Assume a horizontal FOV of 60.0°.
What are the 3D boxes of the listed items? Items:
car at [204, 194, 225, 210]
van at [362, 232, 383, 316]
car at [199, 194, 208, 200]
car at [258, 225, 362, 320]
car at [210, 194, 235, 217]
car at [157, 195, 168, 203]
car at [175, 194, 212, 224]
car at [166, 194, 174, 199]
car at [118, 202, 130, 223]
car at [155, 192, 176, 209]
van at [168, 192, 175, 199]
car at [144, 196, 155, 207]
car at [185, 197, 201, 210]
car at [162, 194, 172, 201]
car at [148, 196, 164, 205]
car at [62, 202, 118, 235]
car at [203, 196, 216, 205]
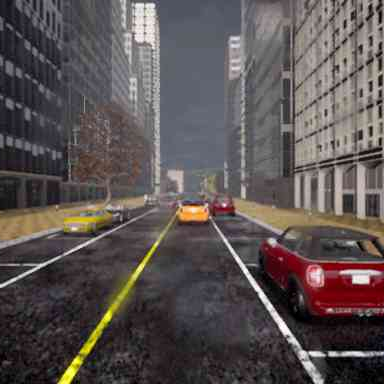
[{"bbox_3d":[2.705,1.156,41.408,2.192,1.841,5.009,0,0,0],"label":"car"},{"bbox_3d":[2.694,1.335,1.564,1.690,1.788,3.998,0,0,0],"label":"van"},{"bbox_3d":[2.714,1.227,81.253,1.947,1.339,4.313,0,0,0],"label":"car"},{"bbox_3d":[2.695,1.414,7.255,1.967,1.590,4.097,0,0,0],"label":"car"},{"bbox_3d":[2.702,1.203,30.023,2.192,1.841,5.009,0,0,0],"label":"car"},{"bbox_3d":[-5.671,1.323,64.190,1.802,1.307,4.206,0,0,0],"label":"car"},{"bbox_3d":[0.105,1.263,23.740,2.097,1.767,4.553,0,0,0],"label":"car"},{"bbox_3d":[-5.666,1.178,86.960,1.887,1.381,4.507,0,0,0],"label":"car"},{"bbox_3d":[-5.682,1.461,24.345,2.008,1.369,4.403,0,0,0],"label":"car"},{"bbox_3d":[-3.080,1.190,41.961,2.097,1.767,4.553,0,0,0],"label":"car"},{"bbox_3d":[-5.663,0.947,92.651,1.690,1.788,3.998,0,0,0],"label":"van"},{"bbox_3d":[-5.675,1.369,47.114,2.008,1.369,4.403,0,0,0],"label":"car"},{"bbox_3d":[0.109,1.369,40.992,1.812,1.442,4.674,0,0,0],"label":"car"},{"bbox_3d":[-5.669,1.239,75.575,2.008,1.369,4.403,0,0,0],"label":"car"},{"bbox_3d":[-5.674,1.359,52.807,1.947,1.339,4.313,0,0,0],"label":"car"},{"bbox_3d":[-5.683,1.459,18.482,1.752,1.417,4.829,0,0,0],"label":"car"},{"bbox_3d":[2.707,1.317,52.962,1.752,1.417,4.829,0,0,0],"label":"car"}]
